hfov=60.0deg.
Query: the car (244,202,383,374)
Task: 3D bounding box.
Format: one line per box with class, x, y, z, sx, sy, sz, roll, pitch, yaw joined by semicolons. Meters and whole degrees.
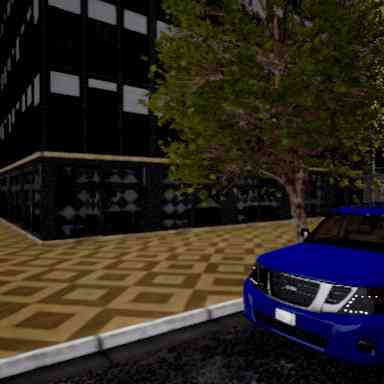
car;3.433;1.232;5.816;5.566;2.045;2.150;0;0;-35
